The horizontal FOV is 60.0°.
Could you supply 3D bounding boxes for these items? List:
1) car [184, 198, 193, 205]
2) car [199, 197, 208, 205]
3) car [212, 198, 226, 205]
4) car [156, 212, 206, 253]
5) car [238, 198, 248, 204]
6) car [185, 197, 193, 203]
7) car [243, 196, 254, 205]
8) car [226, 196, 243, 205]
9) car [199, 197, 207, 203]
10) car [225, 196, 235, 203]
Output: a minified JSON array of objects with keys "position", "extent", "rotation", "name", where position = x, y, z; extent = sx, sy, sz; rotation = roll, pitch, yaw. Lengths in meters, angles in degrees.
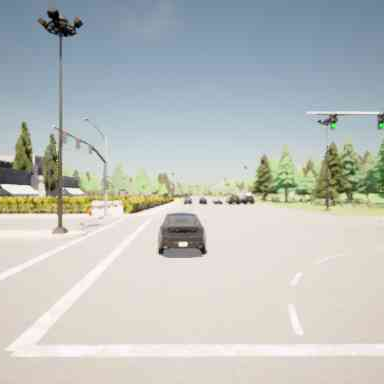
[{"position":[-0.912,2.186,76.015],"extent":[2.128,1.511,4.902],"rotation":[0,-1,1],"name":"car"},{"position":[2.594,2.140,76.382],"extent":[1.882,1.535,5.008],"rotation":[0,-1,1],"name":"car"},{"position":[6.100,2.259,76.778],"extent":[1.895,1.301,4.718],"rotation":[0,-1,1],"name":"car"},{"position":[-0.467,1.632,14.276],"extent":[1.837,1.490,4.892],"rotation":[0,0,-3],"name":"car"},{"position":[13.244,2.251,86.840],"extent":[1.837,1.490,4.892],"rotation":[0,-1,1],"name":"car"},{"position":[-0.775,2.124,85.602],"extent":[2.033,1.411,5.357],"rotation":[0,-1,1],"name":"car"},{"position":[13.109,1.893,77.380],"extent":[2.150,2.045,5.566],"rotation":[0,-1,1],"name":"car"},{"position":[9.588,1.876,75.898],"extent":[2.150,2.045,5.566],"rotation":[0,-1,1],"name":"car"},{"position":[2.725,2.059,85.552],"extent":[1.882,1.535,5.008],"rotation":[0,-1,1],"name":"car"},{"position":[9.724,1.929,85.423],"extent":[2.097,1.767,4.553],"rotation":[0,-1,1],"name":"car"}]
